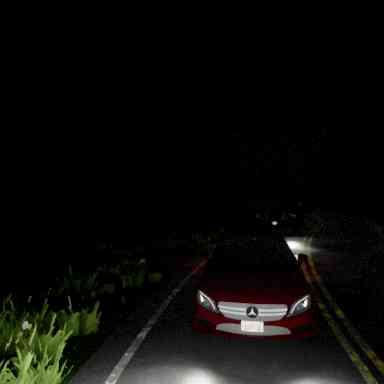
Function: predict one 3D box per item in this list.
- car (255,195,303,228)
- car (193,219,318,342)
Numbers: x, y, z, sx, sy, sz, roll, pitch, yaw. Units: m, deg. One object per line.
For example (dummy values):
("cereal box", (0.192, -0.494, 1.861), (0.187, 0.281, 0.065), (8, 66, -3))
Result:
("car", (5.197, 1.210, 19.361), (2.150, 2.045, 5.566), (-2, -1, 22))
("car", (1.229, 1.534, 6.727), (1.812, 1.442, 4.674), (-1, 0, 11))
